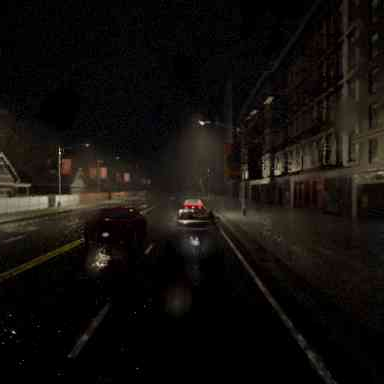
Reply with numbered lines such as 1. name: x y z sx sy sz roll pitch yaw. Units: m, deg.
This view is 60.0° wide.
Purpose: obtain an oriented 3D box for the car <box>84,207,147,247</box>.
1. car: -3.153 1.383 14.599 1.882 1.535 5.008 0 0 0

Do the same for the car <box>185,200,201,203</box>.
1. car: 0.096 1.387 31.274 1.895 1.301 4.718 0 0 0

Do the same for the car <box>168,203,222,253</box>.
1. car: 0.097 1.407 13.198 2.128 1.511 4.902 0 0 0
